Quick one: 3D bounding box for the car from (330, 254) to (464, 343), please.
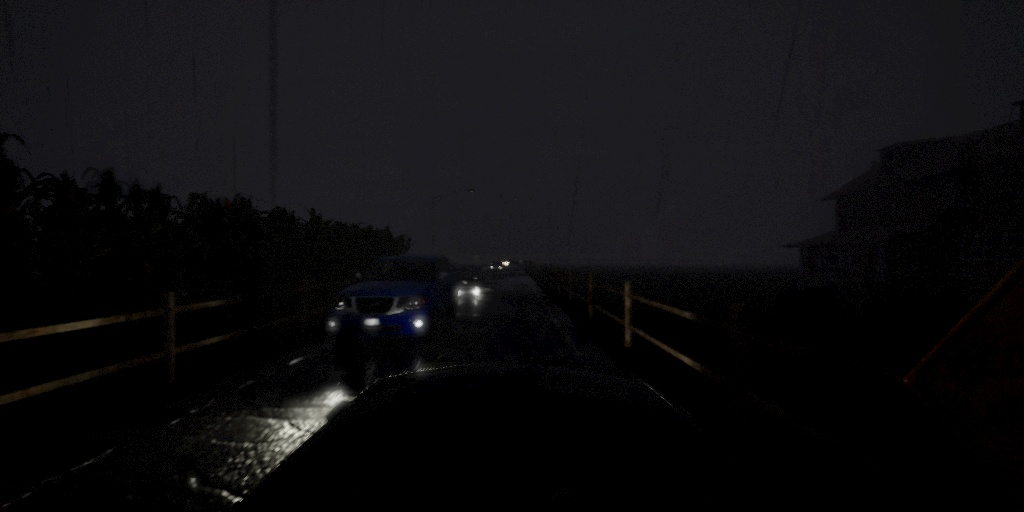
[{"bbox_3d":[-2.879,0.978,10.110,2.150,2.045,5.566,0,0,0],"label":"car"}]

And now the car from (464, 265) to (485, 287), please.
[{"bbox_3d":[-2.921,1.308,25.243,2.033,1.411,5.357,0,0,0],"label":"car"}]

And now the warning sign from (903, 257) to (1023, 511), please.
[{"bbox_3d":[2.461,0.857,1.689,1.300,1.860,1.060,0,0,0],"label":"warning sign"}]
